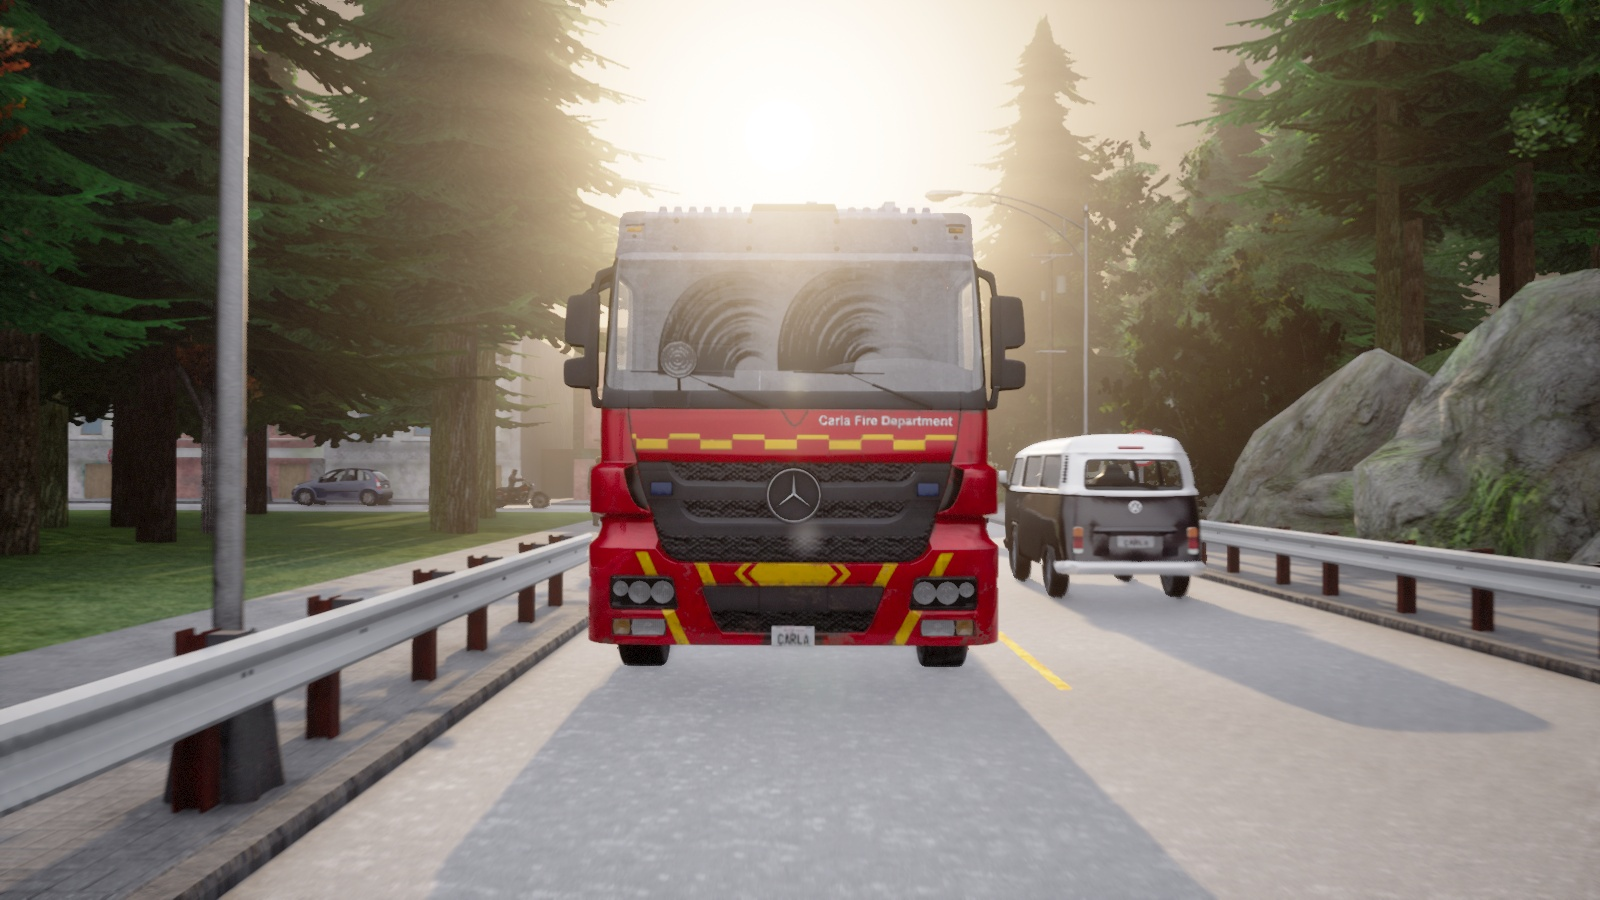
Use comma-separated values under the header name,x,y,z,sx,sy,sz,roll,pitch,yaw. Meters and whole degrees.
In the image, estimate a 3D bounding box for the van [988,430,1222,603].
name,x,y,z,sx,sy,sz,roll,pitch,yaw
van,3.937,0.811,17.067,2.069,2.038,4.480,0,-1,0

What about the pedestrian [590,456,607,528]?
name,x,y,z,sx,sy,sz,roll,pitch,yaw
pedestrian,-5.215,1.089,32.478,0.353,1.847,0.614,0,-1,0

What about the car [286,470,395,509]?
name,x,y,z,sx,sy,sz,roll,pitch,yaw
car,-19.642,1.692,53.787,3.988,1.617,1.851,0,-1,0

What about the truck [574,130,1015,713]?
name,x,y,z,sx,sy,sz,roll,pitch,yaw
truck,-0.049,-0.143,12.504,2.891,3.827,8.468,0,-1,0

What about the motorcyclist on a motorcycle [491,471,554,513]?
name,x,y,z,sx,sy,sz,roll,pitch,yaw
motorcyclist on a motorcycle,-10.994,1.642,49.767,2.350,1.649,0.766,0,-1,0
